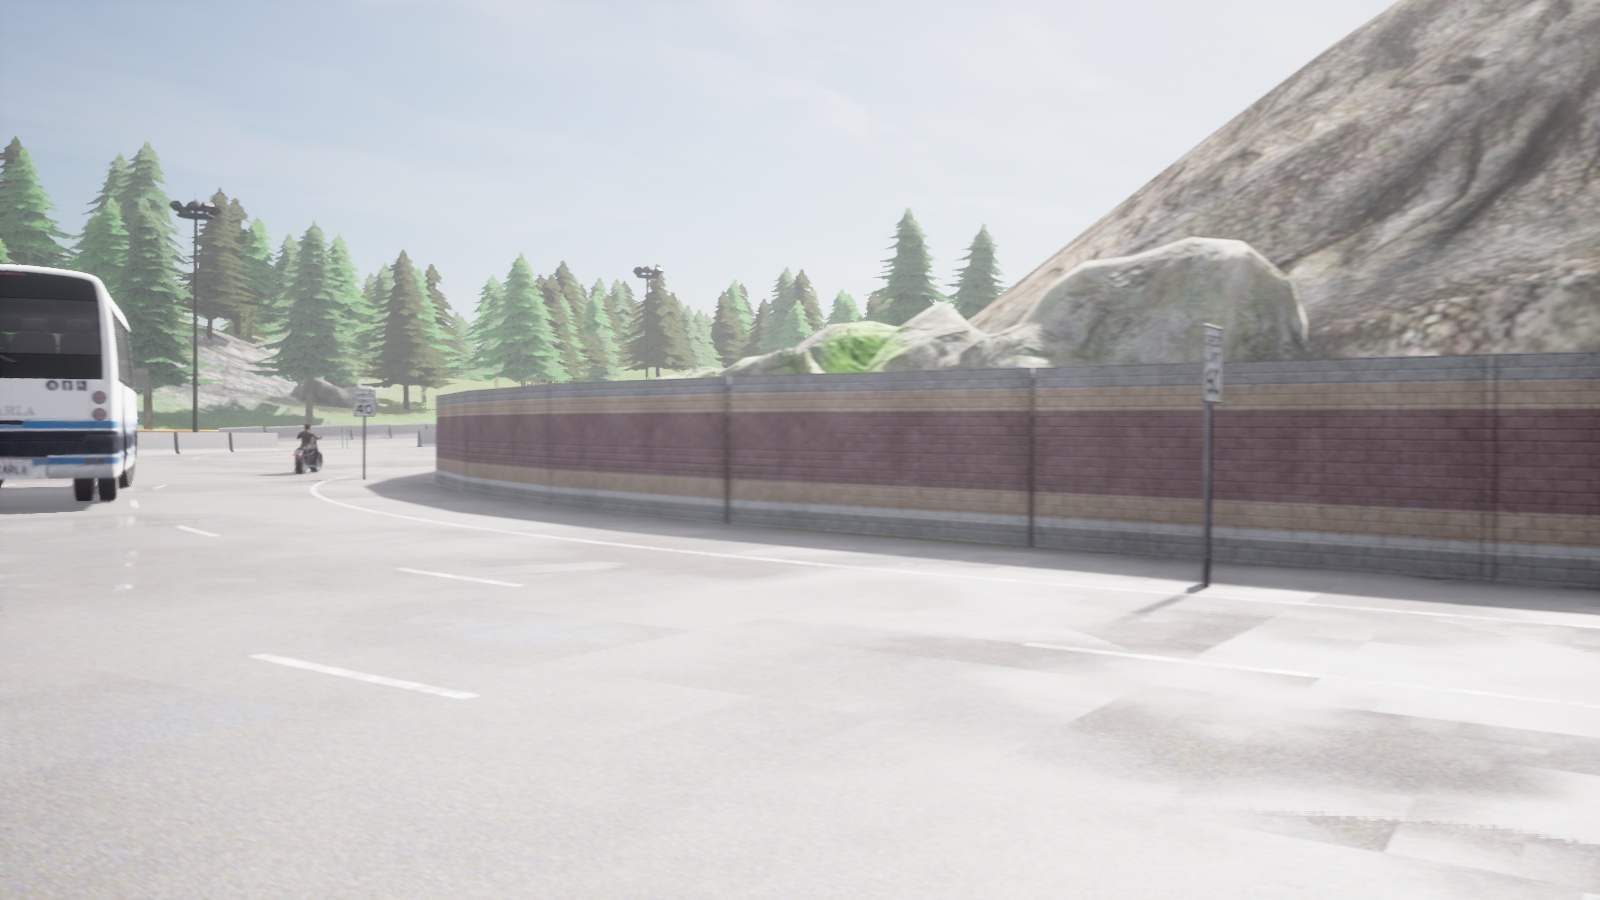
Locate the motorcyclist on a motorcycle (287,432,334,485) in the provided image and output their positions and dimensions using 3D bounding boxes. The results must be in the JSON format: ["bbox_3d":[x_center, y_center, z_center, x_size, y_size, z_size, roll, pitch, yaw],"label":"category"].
[{"bbox_3d":[-15.577,0.242,40.003,0.766,1.649,2.350,0,1,-5],"label":"motorcyclist on a motorcycle"}]

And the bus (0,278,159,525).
[{"bbox_3d":[-15.859,-0.886,26.405,3.944,4.253,10.273,-1,1,-26],"label":"bus"}]
